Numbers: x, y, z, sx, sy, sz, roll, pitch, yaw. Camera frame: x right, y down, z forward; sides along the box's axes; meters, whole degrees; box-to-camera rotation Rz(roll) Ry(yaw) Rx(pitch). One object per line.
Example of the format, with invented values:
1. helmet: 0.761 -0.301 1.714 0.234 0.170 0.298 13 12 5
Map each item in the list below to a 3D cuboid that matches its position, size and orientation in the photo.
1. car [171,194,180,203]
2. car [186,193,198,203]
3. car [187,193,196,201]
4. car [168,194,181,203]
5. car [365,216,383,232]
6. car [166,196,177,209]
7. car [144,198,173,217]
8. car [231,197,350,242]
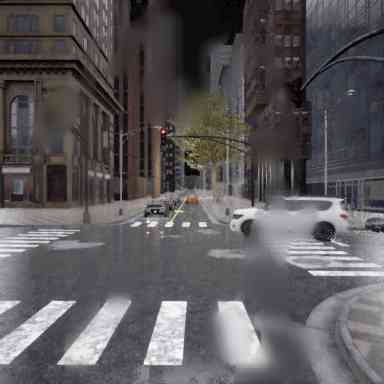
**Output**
1. car: -3.153 1.393 49.415 1.895 1.301 4.718 0 0 0
2. car: 0.022 1.044 60.775 2.097 1.767 4.553 0 1 0
3. car: -0.043 1.064 70.662 1.882 1.535 5.008 0 1 0
4. car: -3.119 1.192 59.811 2.128 1.511 4.902 0 1 1
5. car: 11.907 1.632 18.342 4.403 1.369 2.008 0 0 0
6. car: -3.144 1.470 39.078 1.895 1.301 4.718 0 0 0
7. car: -3.134 1.490 30.286 1.994 1.385 4.181 0 0 0
8. car: 4.749 1.250 16.487 5.566 2.045 2.150 1 1 12
